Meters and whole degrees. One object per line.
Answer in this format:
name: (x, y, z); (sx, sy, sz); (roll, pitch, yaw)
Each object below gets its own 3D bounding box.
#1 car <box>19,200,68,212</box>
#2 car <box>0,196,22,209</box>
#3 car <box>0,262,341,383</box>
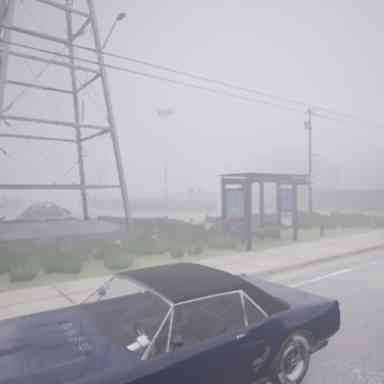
car: (-13.055, 1.615, 30.119); (3.905, 1.438, 1.784); (0, 0, -37)
car: (-26.933, 1.509, 47.805); (4.605, 1.855, 1.932); (0, 0, -37)
car: (-0.461, 1.605, 3.708); (4.718, 1.301, 1.895); (0, 0, -35)
